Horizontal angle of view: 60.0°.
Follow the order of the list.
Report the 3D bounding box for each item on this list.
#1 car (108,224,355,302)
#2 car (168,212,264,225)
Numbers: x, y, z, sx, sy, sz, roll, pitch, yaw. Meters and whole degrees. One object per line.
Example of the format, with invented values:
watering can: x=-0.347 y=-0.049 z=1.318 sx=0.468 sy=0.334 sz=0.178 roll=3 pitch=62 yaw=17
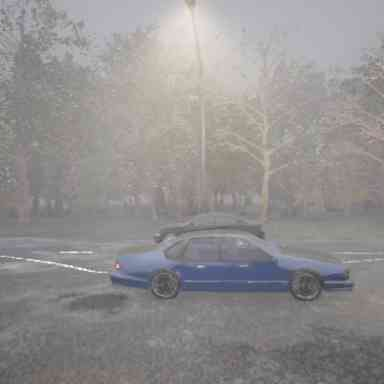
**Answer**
car: x=0.812 y=1.648 z=7.966 sx=5.357 sy=1.411 sz=2.033 roll=-1 pitch=-1 yaw=6
car: x=0.781 y=1.698 z=15.035 sx=5.008 sy=1.535 sz=1.882 roll=-1 pitch=-1 yaw=6
